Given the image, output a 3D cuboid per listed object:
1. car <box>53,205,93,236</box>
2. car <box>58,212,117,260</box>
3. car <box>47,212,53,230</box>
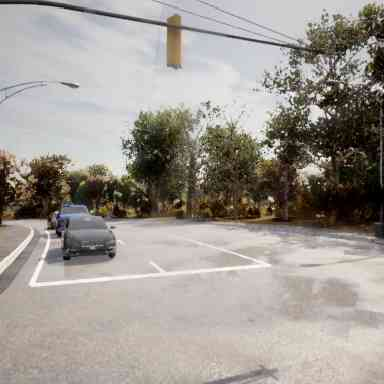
[{"bbox_3d":[-8.125,1.887,22.786,2.150,2.045,5.566,0,-3,-24],"label":"car"},{"bbox_3d":[-4.334,1.744,13.613,1.837,1.490,4.892,0,-2,-23],"label":"car"},{"bbox_3d":[-12.582,2.631,31.897,2.097,1.767,4.553,0,-4,-29],"label":"car"}]
